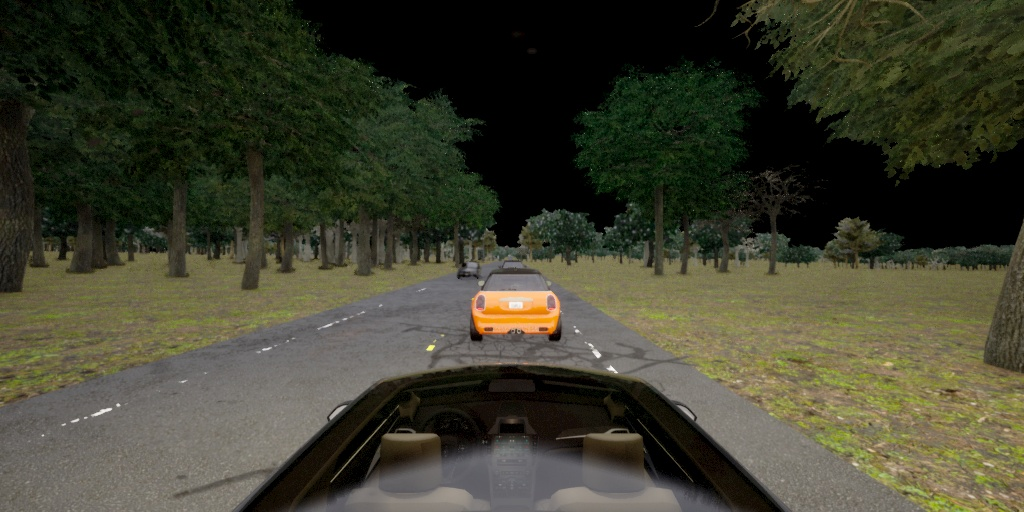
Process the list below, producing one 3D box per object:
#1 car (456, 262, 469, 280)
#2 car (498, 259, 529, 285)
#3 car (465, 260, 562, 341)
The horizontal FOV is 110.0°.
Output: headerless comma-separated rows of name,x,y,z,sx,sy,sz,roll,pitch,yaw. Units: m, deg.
car,-3.672,1.254,31.503,1.837,1.490,4.892,0,0,0
car,0.043,1.100,26.753,2.097,1.767,4.553,0,0,-1
car,0.082,1.101,10.017,2.097,1.767,4.553,0,0,0
